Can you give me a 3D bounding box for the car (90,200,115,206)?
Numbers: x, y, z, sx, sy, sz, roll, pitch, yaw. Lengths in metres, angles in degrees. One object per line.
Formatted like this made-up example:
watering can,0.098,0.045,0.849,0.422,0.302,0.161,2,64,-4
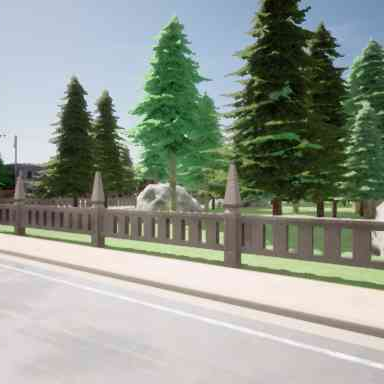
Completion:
car,-14.729,1.511,54.781,1.882,1.535,5.008,0,0,35
